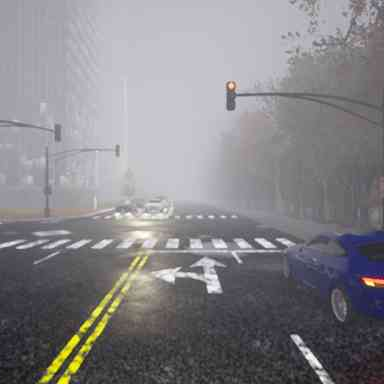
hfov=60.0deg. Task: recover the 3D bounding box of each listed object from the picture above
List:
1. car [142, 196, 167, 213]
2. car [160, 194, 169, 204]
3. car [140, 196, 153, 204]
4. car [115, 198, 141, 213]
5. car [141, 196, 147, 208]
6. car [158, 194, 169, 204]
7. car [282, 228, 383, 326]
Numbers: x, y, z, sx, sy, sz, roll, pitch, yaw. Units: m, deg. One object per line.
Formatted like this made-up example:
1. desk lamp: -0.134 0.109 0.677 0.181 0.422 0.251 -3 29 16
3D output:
1. car: -4.168 1.536 37.702 1.812 1.442 4.674 0 0 -1
2. car: -4.614 1.367 47.078 2.097 1.767 4.553 0 0 -3
3. car: -8.948 1.522 65.848 2.128 1.511 4.902 0 0 -3
4. car: -7.435 1.558 37.925 2.033 1.411 5.357 0 0 -2
5. car: -7.908 1.563 47.926 2.033 1.411 5.357 0 0 -3
6. car: -5.738 1.382 66.534 2.097 1.767 4.553 0 0 -4
7. car: 3.319 1.490 6.941 1.812 1.442 4.674 -3 -1 -2
